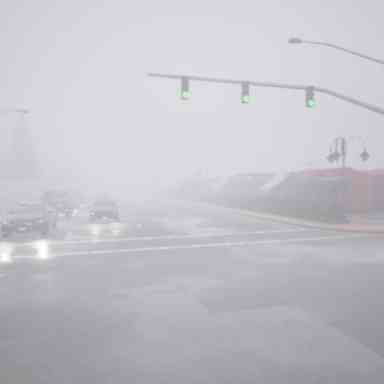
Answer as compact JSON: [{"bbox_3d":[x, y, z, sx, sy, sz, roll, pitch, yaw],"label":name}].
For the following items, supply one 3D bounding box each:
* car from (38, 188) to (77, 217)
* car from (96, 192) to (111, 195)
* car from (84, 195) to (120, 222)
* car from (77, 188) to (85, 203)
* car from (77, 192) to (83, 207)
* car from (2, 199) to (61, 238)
[{"bbox_3d":[-10.584,0.846,26.100,2.150,2.045,5.566,-1,1,-15],"label":"car"},{"bbox_3d":[-8.562,1.049,31.989,1.994,1.385,4.181,-1,1,-15],"label":"car"},{"bbox_3d":[-6.112,1.178,23.092,2.033,1.411,5.357,-1,1,-15],"label":"car"},{"bbox_3d":[-16.321,0.506,46.953,2.150,2.045,5.566,-1,1,-15],"label":"car"},{"bbox_3d":[-13.315,1.010,35.979,2.033,1.411,5.357,-1,1,-15],"label":"car"},{"bbox_3d":[-8.006,1.304,16.751,1.812,1.442,4.674,-1,1,-15],"label":"car"}]
